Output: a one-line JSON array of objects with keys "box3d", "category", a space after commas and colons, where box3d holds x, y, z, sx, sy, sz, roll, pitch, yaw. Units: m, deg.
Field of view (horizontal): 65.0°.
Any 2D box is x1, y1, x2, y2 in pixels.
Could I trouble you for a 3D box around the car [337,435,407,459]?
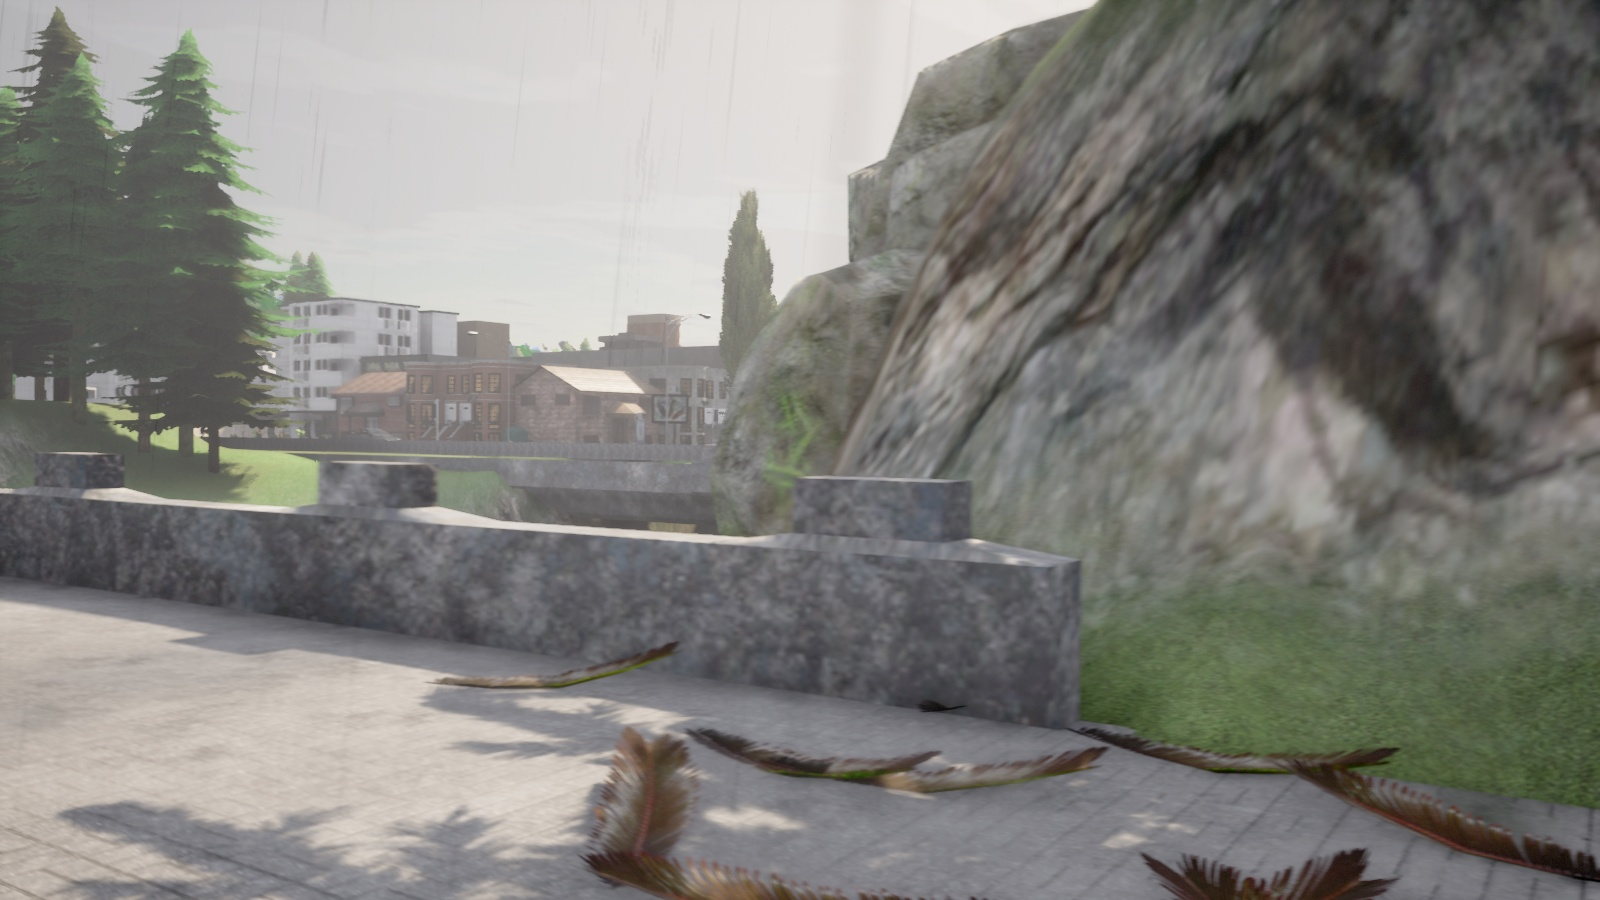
[{"box3d": [-28.099, -0.191, 82.389, 4.514, 1.525, 2.007, 0, 1, 34], "category": "car"}]
